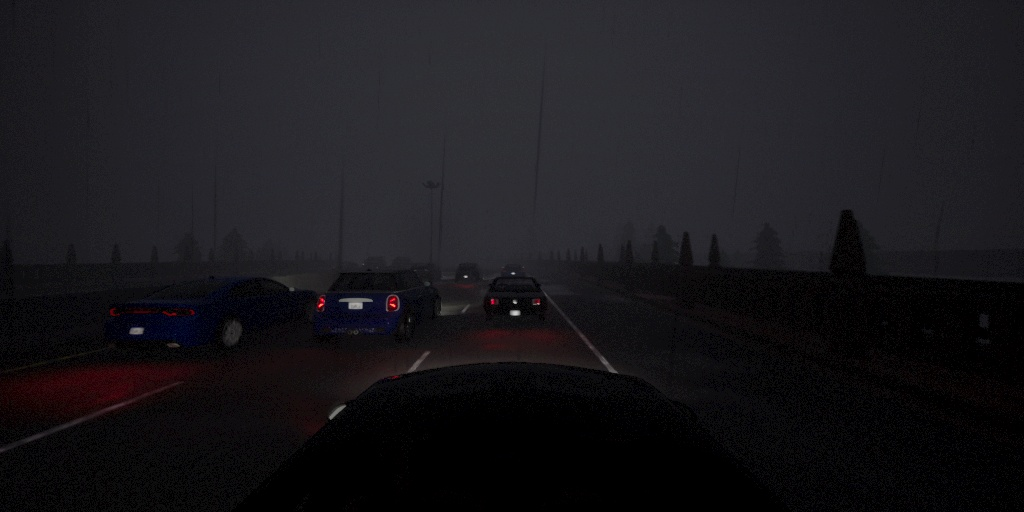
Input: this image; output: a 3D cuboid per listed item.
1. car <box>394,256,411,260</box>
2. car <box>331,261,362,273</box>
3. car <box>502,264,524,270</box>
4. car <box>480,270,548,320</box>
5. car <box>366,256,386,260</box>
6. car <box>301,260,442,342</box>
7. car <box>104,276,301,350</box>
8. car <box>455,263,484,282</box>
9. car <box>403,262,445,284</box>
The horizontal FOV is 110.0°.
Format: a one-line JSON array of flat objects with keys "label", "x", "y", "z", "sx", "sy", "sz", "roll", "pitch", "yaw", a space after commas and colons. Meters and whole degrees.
[{"label": "car", "x": -14.857, "y": 1.046, "z": 48.586, "sx": 2.150, "sy": 2.045, "sz": 5.566, "roll": 0, "pitch": -1, "yaw": -7}, {"label": "car", "x": -21.706, "y": 1.367, "z": 47.309, "sx": 2.033, "sy": 1.411, "sz": 5.357, "roll": 0, "pitch": 0, "yaw": -6}, {"label": "car", "x": 0.092, "y": 1.335, "z": 29.960, "sx": 1.994, "sy": 1.385, "sz": 4.181, "roll": 0, "pitch": 0, "yaw": 0}, {"label": "car", "x": 0.097, "y": 1.351, "z": 12.550, "sx": 1.895, "sy": 1.301, "sz": 4.718, "roll": 0, "pitch": 0, "yaw": 0}, {"label": "car", "x": -18.287, "y": 1.041, "z": 47.867, "sx": 2.150, "sy": 2.045, "sz": 5.566, "roll": 0, "pitch": 0, "yaw": -7}, {"label": "car", "x": -3.403, "y": 1.102, "z": 9.919, "sx": 2.097, "sy": 1.767, "sz": 4.553, "roll": 0, "pitch": 0, "yaw": 0}, {"label": "car", "x": -6.902, "y": 1.227, "z": 9.068, "sx": 1.882, "sy": 1.535, "sz": 5.008, "roll": 0, "pitch": 0, "yaw": 0}, {"label": "car", "x": -3.410, "y": 1.274, "z": 28.860, "sx": 1.837, "sy": 1.490, "sz": 4.892, "roll": 0, "pitch": 0, "yaw": 0}, {"label": "car", "x": -6.908, "y": 1.260, "z": 28.646, "sx": 2.128, "sy": 1.511, "sz": 4.902, "roll": 0, "pitch": 0, "yaw": 0}]
